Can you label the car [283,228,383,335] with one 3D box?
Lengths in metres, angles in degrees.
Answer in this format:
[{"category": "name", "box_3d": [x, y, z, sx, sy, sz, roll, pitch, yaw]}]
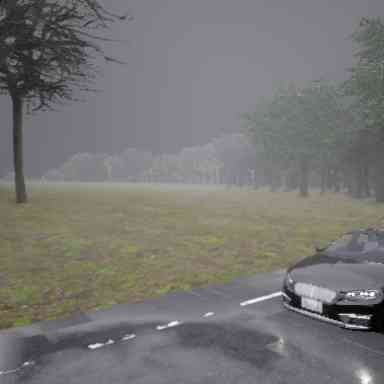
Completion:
[{"category": "car", "box_3d": [3.867, 1.527, 6.759, 4.902, 1.511, 2.128, 0, -1, -37]}]
